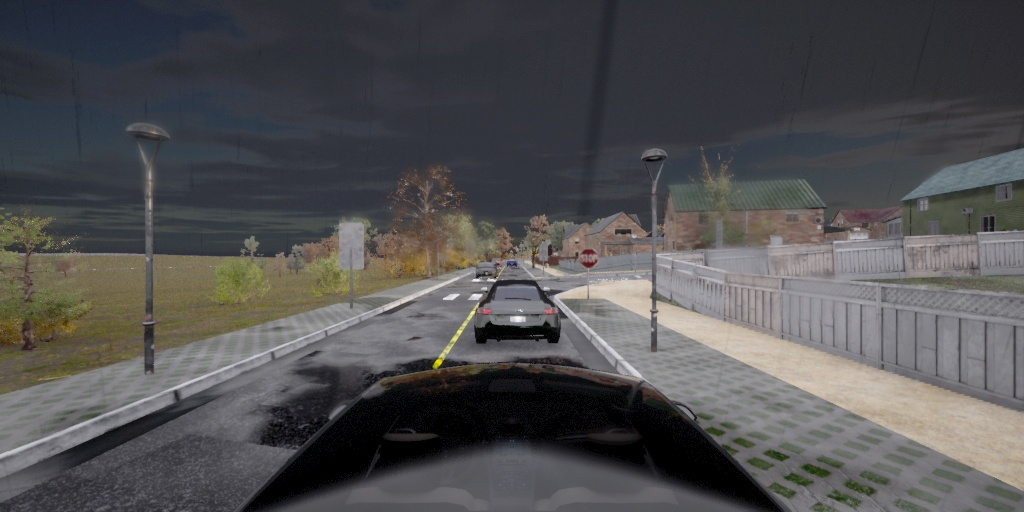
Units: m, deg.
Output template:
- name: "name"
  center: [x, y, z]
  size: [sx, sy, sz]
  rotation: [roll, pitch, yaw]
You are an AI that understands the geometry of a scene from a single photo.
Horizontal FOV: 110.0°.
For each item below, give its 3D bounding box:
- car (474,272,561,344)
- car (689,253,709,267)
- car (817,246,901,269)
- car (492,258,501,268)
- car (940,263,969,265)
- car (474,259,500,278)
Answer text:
- name: "car"
  center: [0.100, 1.313, 9.630]
  size: [1.994, 1.385, 4.181]
  rotation: [0, 0, -1]
- name: "car"
  center: [12.948, 0.479, 23.413]
  size: [5.357, 1.411, 2.033]
  rotation: [-3, 0, 14]
- name: "car"
  center: [18.222, 0.132, 19.001]
  size: [4.674, 1.442, 1.812]
  rotation: [-3, 0, 14]
- name: "car"
  center: [-2.865, 1.313, 47.495]
  size: [2.033, 1.411, 5.357]
  rotation: [0, 0, 0]
- name: "car"
  center: [23.457, -0.111, 20.713]
  size: [4.181, 1.385, 1.994]
  rotation: [-3, 0, 15]
- name: "car"
  center: [-2.413, 1.259, 32.643]
  size: [1.837, 1.490, 4.892]
  rotation: [0, 0, -7]
